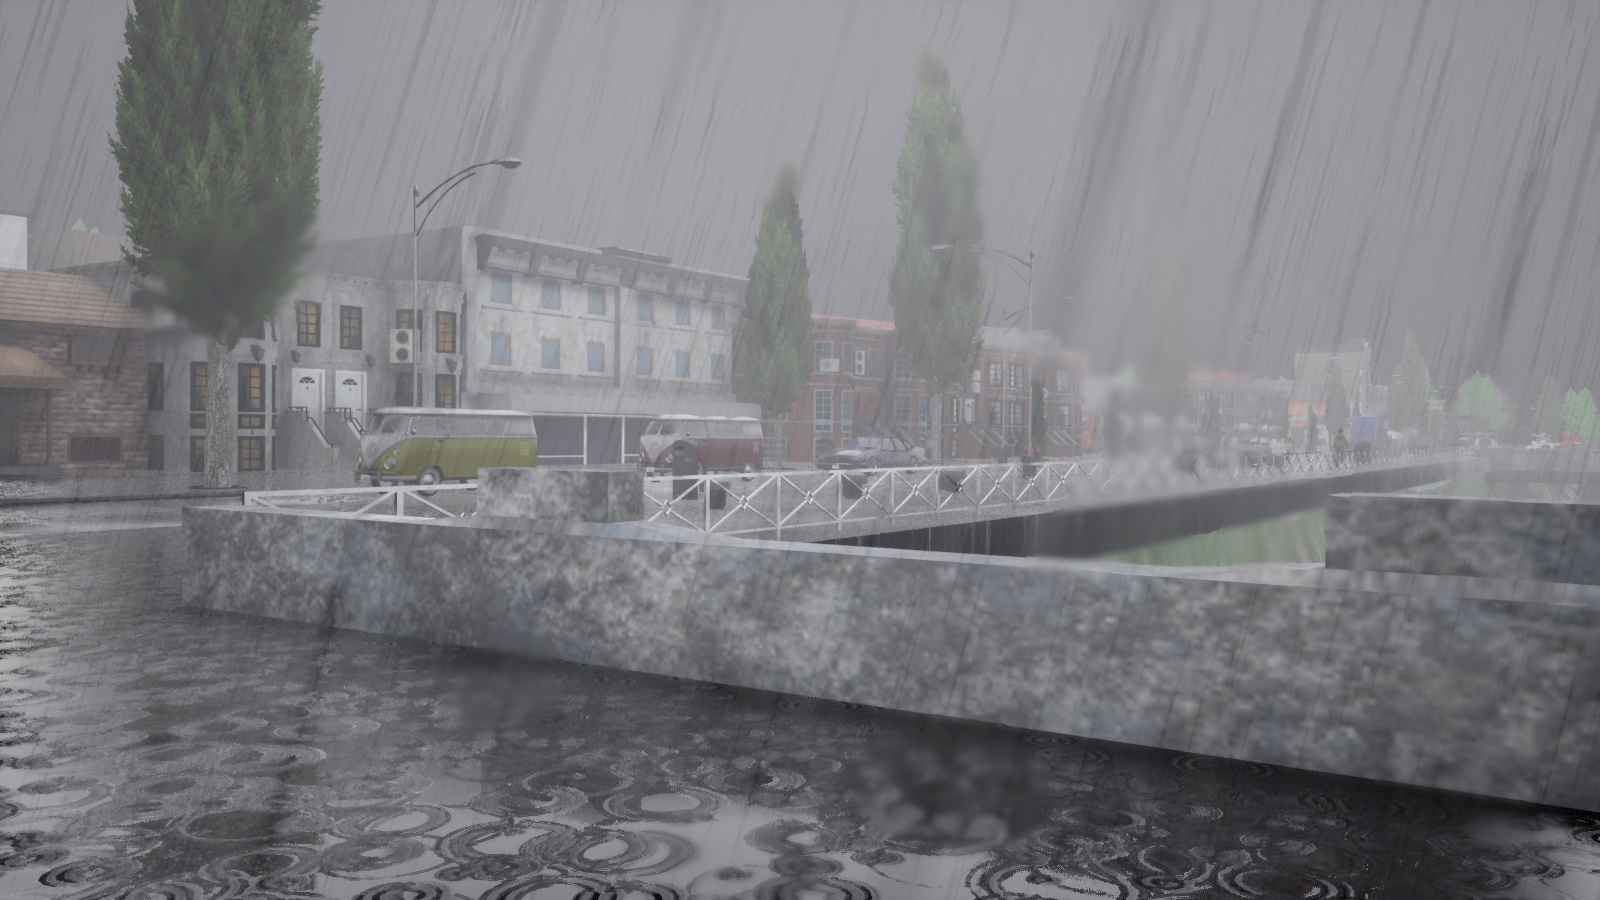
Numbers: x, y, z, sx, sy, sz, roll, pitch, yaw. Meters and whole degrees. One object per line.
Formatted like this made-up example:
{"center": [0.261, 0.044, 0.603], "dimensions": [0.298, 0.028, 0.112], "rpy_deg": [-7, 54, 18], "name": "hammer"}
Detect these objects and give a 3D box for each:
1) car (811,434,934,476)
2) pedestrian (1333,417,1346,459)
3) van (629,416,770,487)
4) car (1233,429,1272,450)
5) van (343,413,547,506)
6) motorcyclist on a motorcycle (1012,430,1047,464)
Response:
{"center": [2.702, 0.134, 45.464], "dimensions": [2.033, 1.411, 5.357], "rpy_deg": [0, 1, 33], "name": "car"}
{"center": [24.971, -0.578, 58.091], "dimensions": [0.396, 1.930, 0.692], "rpy_deg": [0, 1, 37], "name": "pedestrian"}
{"center": [-2.887, 0.005, 37.038], "dimensions": [1.775, 1.987, 4.442], "rpy_deg": [0, 1, 34], "name": "van"}
{"center": [32.628, -0.787, 90.569], "dimensions": [1.845, 1.501, 3.633], "rpy_deg": [0, 1, 34], "name": "car"}
{"center": [-8.123, 0.160, 29.145], "dimensions": [1.775, 1.987, 4.442], "rpy_deg": [0, 1, 34], "name": "van"}
{"center": [10.461, -0.162, 57.157], "dimensions": [0.797, 1.523, 2.044], "rpy_deg": [0, 1, 34], "name": "motorcyclist on a motorcycle"}
